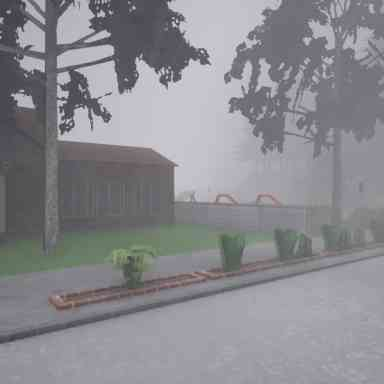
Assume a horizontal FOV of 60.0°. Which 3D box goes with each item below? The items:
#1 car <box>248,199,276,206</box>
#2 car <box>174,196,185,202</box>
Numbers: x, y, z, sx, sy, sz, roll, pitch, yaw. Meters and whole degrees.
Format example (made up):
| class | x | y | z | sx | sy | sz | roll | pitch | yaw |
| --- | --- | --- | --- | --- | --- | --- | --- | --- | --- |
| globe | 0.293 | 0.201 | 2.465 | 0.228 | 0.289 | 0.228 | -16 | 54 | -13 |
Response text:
| class | x | y | z | sx | sy | sz | roll | pitch | yaw |
| --- | --- | --- | --- | --- | --- | --- | --- | --- | --- |
| car | 8.634 | 1.526 | 40.090 | 1.812 | 1.442 | 4.674 | 0 | 0 | -35 |
| car | -2.961 | 1.524 | 56.556 | 1.837 | 1.490 | 4.892 | 0 | 0 | -35 |
